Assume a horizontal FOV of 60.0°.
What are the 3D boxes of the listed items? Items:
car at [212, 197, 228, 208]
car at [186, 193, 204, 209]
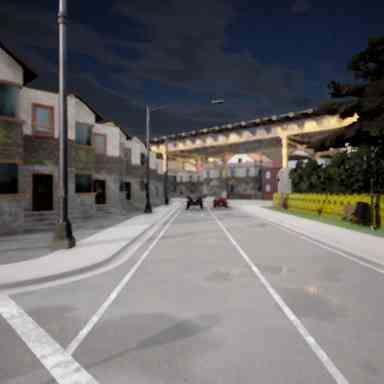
[{"bbox_3d":[3.923,1.376,46.878,1.882,1.535,5.008,0,0,1],"label":"car"},{"bbox_3d":[0.414,1.135,44.633,2.150,2.045,5.566,0,0,2],"label":"car"}]
